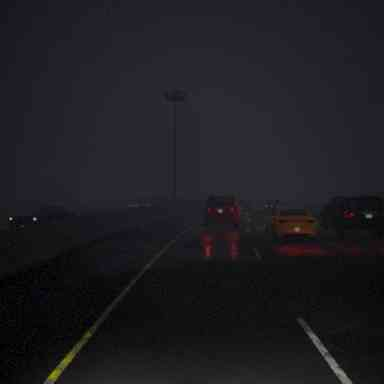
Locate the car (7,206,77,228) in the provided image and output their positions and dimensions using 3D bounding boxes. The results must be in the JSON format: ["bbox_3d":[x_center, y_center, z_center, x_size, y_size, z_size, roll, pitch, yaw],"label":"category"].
[{"bbox_3d":[-8.992,1.553,20.405,1.895,1.301,4.718,0,0,8],"label":"car"}]

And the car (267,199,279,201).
[{"bbox_3d":[8.993,1.509,36.840,2.033,1.411,5.357,0,0,16],"label":"car"}]

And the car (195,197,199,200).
[{"bbox_3d":[2.165,1.266,59.602,2.097,1.767,4.553,0,0,24],"label":"car"}]

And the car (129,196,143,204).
[{"bbox_3d":[-9.383,1.456,59.174,1.994,1.385,4.181,0,0,22],"label":"car"}]

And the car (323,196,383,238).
[{"bbox_3d":[8.519,1.210,17.945,2.150,2.045,5.566,0,0,8],"label":"car"}]

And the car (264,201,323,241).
[{"bbox_3d":[4.864,1.461,16.827,1.882,1.535,5.008,0,0,7],"label":"car"}]

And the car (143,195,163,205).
[{"bbox_3d":[-6.072,1.252,58.056,2.097,1.767,4.553,0,0,22],"label":"car"}]

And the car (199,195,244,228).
[{"bbox_3d":[2.154,1.193,22.426,2.150,2.045,5.566,0,0,10],"label":"car"}]

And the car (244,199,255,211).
[{"bbox_3d":[6.531,1.551,40.680,1.895,1.301,4.718,0,0,17],"label":"car"}]

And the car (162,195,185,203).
[{"bbox_3d":[-2.791,1.472,56.845,1.994,1.385,4.181,0,0,22],"label":"car"}]
